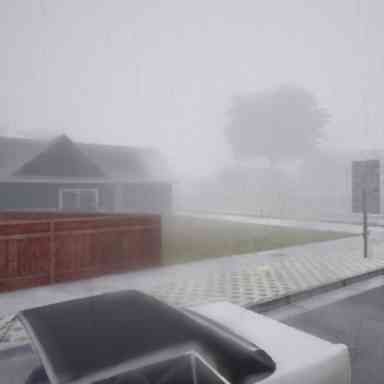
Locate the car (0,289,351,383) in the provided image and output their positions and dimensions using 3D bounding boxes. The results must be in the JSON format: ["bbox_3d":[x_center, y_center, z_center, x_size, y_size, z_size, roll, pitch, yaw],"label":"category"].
[{"bbox_3d":[-0.978,1.598,2.363,4.718,1.301,1.895,-1,0,-35],"label":"car"}]
